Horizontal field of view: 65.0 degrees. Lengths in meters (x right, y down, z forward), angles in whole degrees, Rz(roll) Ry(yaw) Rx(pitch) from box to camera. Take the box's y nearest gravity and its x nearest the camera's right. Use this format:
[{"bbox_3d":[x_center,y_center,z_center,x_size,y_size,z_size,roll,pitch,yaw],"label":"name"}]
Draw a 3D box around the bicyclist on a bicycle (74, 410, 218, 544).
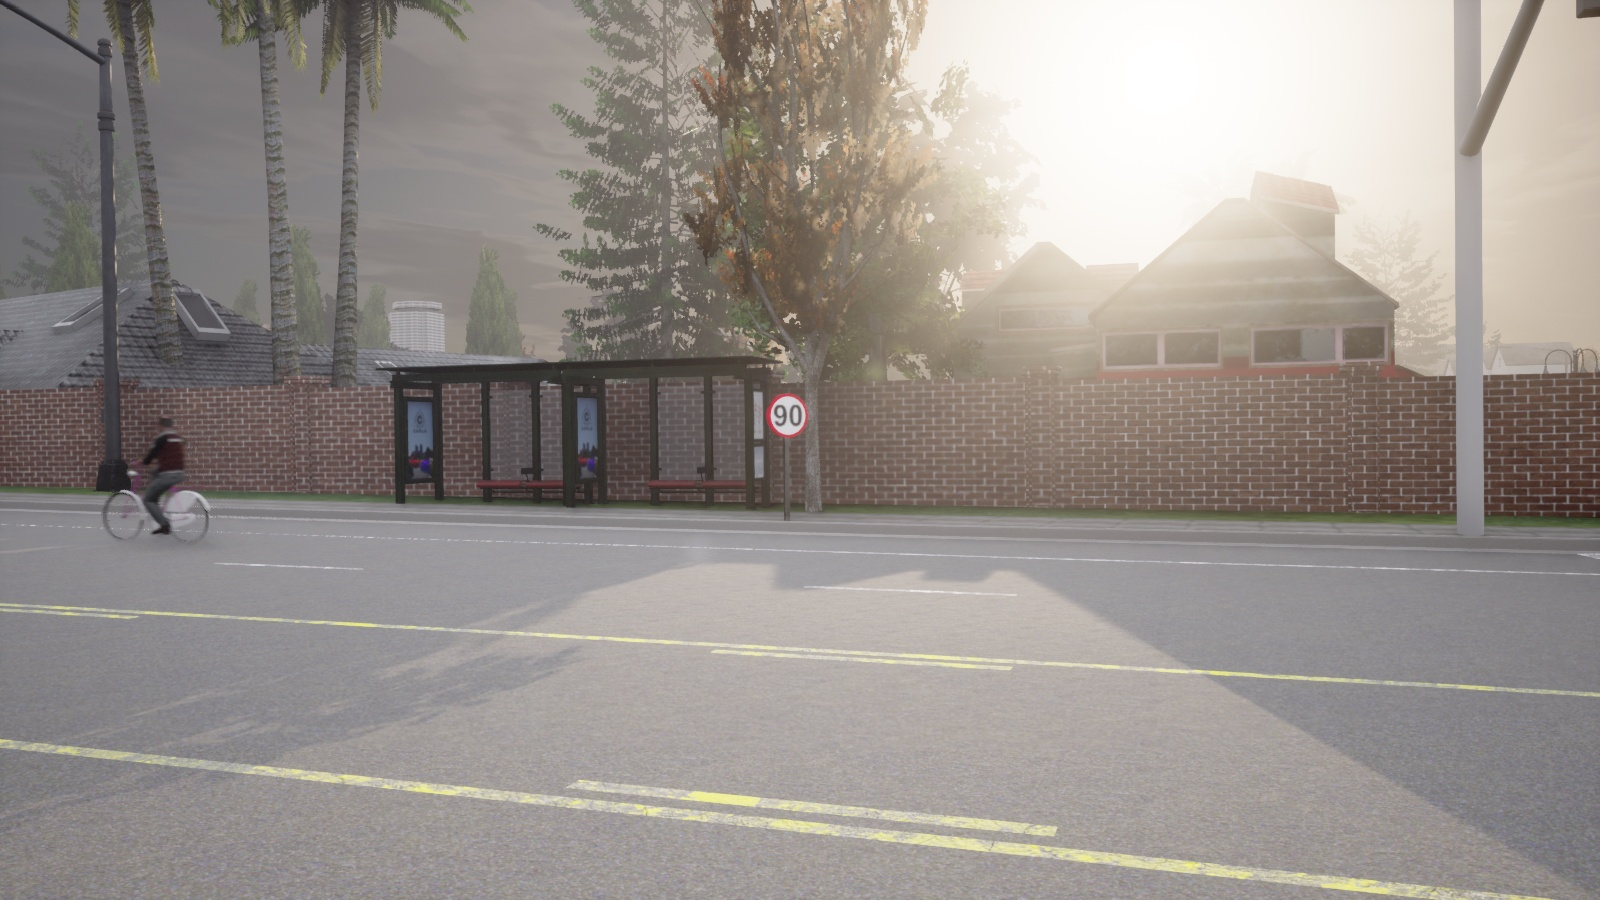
[{"bbox_3d":[-9.009,0.349,17.297,1.843,1.776,0.659,1,1,19],"label":"bicyclist on a bicycle"}]
